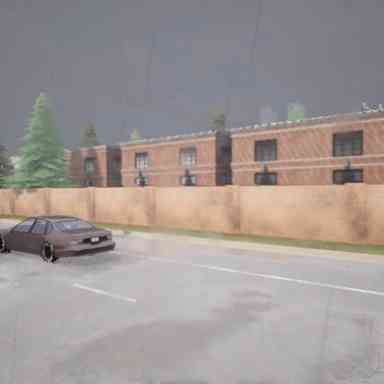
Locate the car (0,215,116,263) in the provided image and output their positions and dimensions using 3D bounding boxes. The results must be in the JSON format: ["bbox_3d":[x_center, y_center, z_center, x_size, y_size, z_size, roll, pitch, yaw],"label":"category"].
[{"bbox_3d":[-5.109,1.547,11.929,5.357,1.411,2.033,0,0,35],"label":"car"}]
